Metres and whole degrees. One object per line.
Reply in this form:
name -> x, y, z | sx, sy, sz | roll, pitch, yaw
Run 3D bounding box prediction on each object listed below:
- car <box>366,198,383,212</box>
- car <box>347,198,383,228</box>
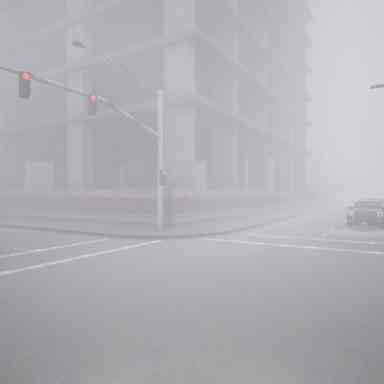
car -> 22.011, 1.486, 39.480 | 2.128, 1.511, 4.902 | 0, 0, 31
car -> 11.581, 1.338, 21.993 | 2.097, 1.767, 4.553 | 0, 0, 31
